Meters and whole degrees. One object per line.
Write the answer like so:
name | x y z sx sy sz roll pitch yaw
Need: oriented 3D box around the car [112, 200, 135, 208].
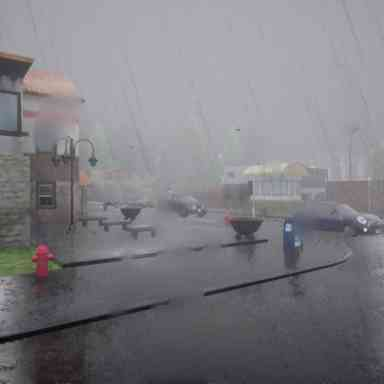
car | -9.801 1.374 42.864 2.033 1.411 5.357 0 0 -35

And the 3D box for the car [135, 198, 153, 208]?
car | -7.013 1.525 45.971 1.812 1.442 4.674 0 0 -36

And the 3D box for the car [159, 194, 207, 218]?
car | -0.962 1.221 30.290 2.150 2.045 5.566 0 0 -35

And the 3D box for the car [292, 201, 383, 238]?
car | 7.738 1.352 17.977 2.097 1.767 4.553 0 0 -35
